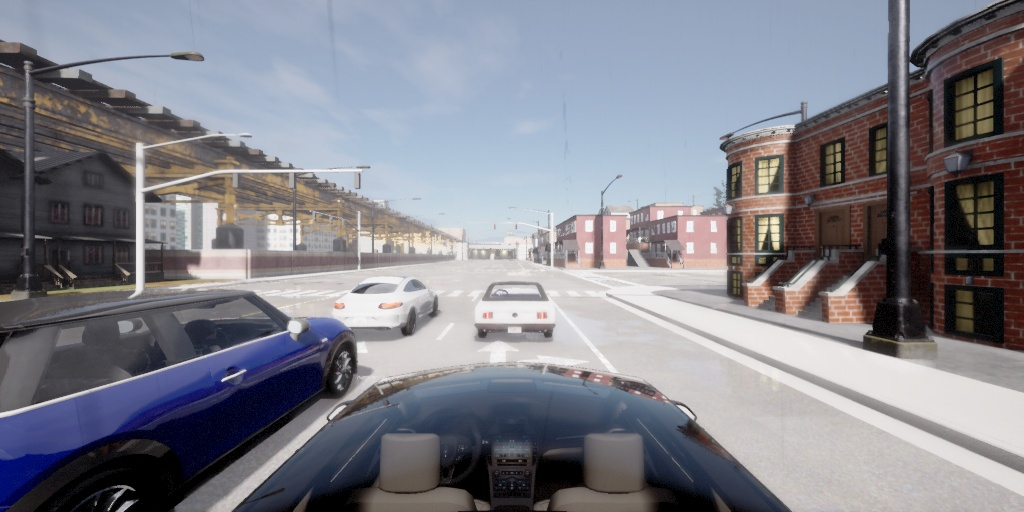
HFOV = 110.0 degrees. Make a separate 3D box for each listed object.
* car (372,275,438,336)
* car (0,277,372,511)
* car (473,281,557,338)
[{"bbox_3d":[-3.398,1.276,10.292,1.812,1.442,4.674,0,0,0],"label":"car"},{"bbox_3d":[-3.399,1.102,3.648,2.097,1.767,4.553,0,0,0],"label":"car"},{"bbox_3d":[0.105,1.351,10.184,1.895,1.301,4.718,0,0,1],"label":"car"}]
